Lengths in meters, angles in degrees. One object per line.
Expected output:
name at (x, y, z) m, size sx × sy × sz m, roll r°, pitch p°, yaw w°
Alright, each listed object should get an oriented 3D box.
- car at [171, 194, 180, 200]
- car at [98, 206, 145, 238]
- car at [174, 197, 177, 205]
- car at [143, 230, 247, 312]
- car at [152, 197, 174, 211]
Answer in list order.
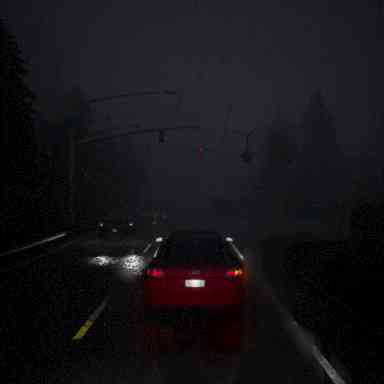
car at (-3.702, 1.210, 76.048) m, size 1.895 × 1.301 × 4.718 m, roll 0°, pitch 0°, yaw 0°
car at (-3.632, 1.524, 17.890) m, size 1.812 × 1.442 × 4.674 m, roll 0°, pitch 0°, yaw 0°
car at (-3.727, 1.548, 60.691) m, size 2.033 × 1.411 × 5.357 m, roll 0°, pitch 0°, yaw 0°
car at (0.056, 1.564, 7.815) m, size 1.994 × 1.385 × 4.181 m, roll 0°, pitch 0°, yaw 0°
car at (-3.708, 1.490, 40.544) m, size 2.128 × 1.511 × 4.902 m, roll 0°, pitch 0°, yaw 0°
